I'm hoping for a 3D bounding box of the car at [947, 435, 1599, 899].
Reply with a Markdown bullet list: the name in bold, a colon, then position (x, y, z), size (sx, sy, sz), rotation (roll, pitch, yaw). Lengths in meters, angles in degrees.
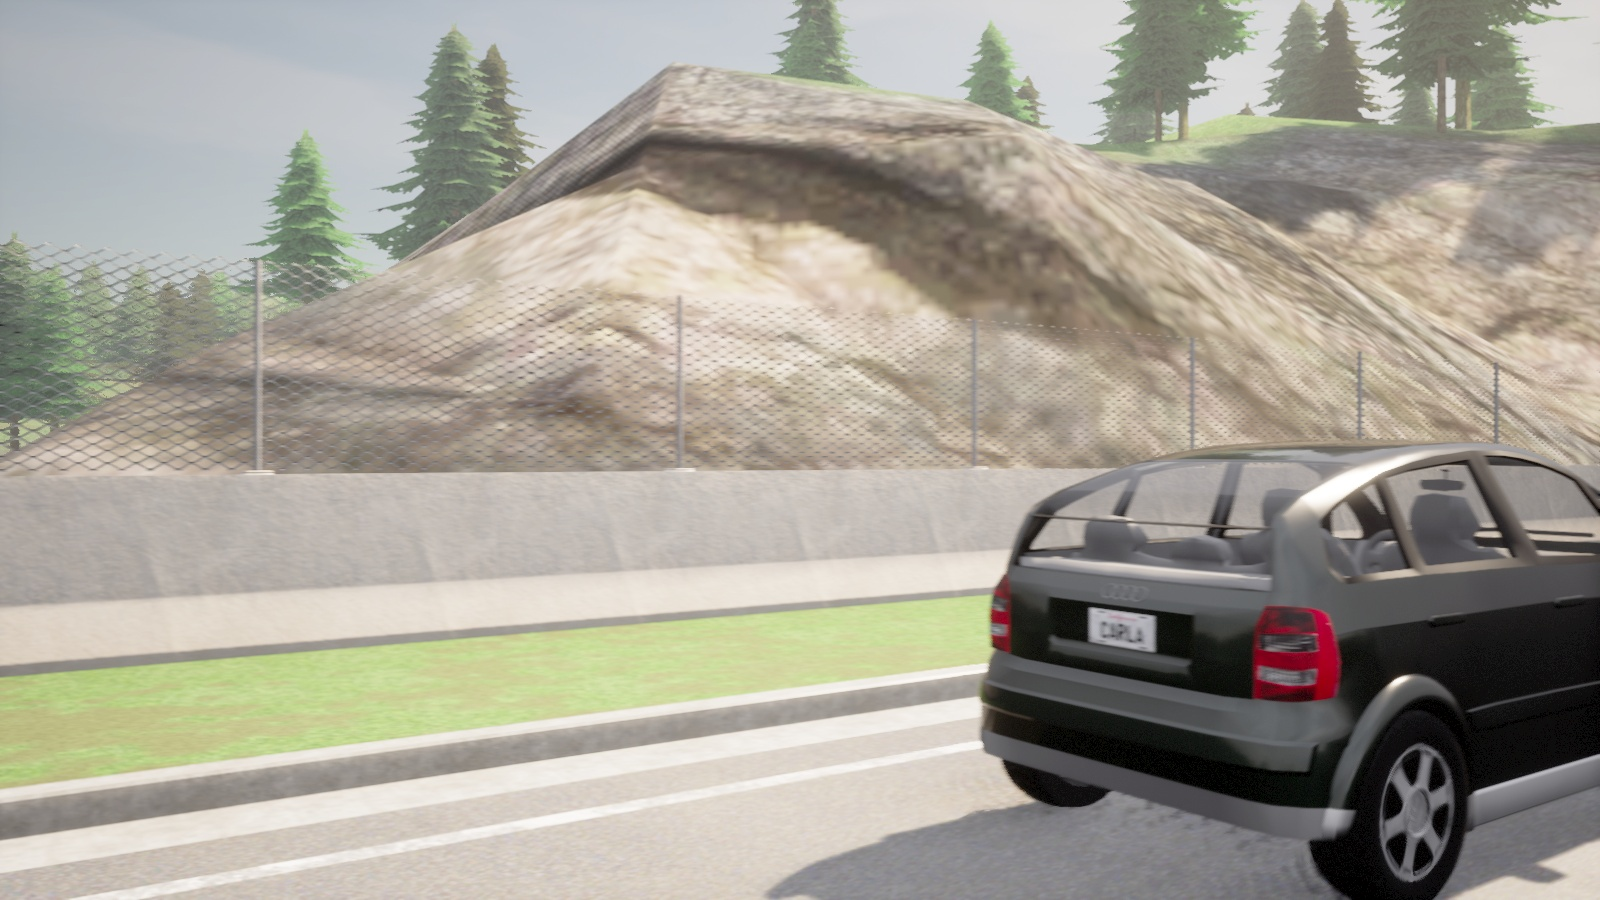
- **car**: position (2.638, 0.731, 5.495), size (3.705, 1.549, 1.789), rotation (0, 0, -35)
